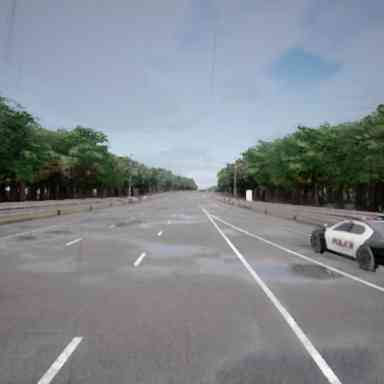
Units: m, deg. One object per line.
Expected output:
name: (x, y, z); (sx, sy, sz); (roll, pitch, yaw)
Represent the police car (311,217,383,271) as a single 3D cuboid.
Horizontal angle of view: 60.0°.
police car: (5.965, 1.665, 11.663); (2.038, 1.542, 4.974); (1, 0, -7)
